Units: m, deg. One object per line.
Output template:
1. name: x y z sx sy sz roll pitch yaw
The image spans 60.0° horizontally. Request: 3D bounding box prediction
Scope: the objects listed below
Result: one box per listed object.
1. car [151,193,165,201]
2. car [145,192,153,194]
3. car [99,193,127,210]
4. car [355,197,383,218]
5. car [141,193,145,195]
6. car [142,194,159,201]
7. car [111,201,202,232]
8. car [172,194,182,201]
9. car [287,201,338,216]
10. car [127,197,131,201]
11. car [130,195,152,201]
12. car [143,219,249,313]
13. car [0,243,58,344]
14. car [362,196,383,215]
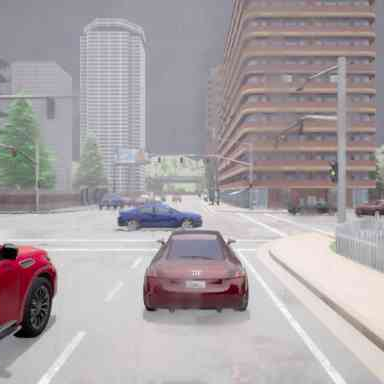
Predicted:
1. car: -7.044 1.525 65.993 1.812 1.442 4.674 0 0 0
2. car: -10.512 1.225 74.734 2.150 2.045 5.566 0 0 0
3. car: -10.583 1.221 44.018 2.150 2.045 5.566 0 0 2
4. car: 16.573 1.422 29.026 5.008 1.535 1.882 0 0 -20
5. car: -10.554 1.504 64.206 1.837 1.490 4.892 0 0 0
6. car: -7.097 1.525 55.730 1.812 1.442 4.674 0 0 0
7. car: -1.888 1.464 19.649 5.008 1.535 1.882 0 0 0
8. car: -3.513 1.355 77.652 2.097 1.767 4.553 0 0 0
9. car: 11.418 1.545 31.297 4.718 1.301 1.895 0 0 -12
10. car: -10.599 1.525 53.773 1.812 1.442 4.674 0 0 0
11. car: -7.090 1.525 46.873 1.812 1.442 4.674 0 0 -1
12. car: 0.092 1.564 7.738 1.994 1.385 4.181 0 0 1
13. car: -3.432 1.221 3.462 2.150 2.045 5.566 0 0 0
14. car: 19.860 1.296 34.142 4.553 1.767 2.097 0 0 -27
